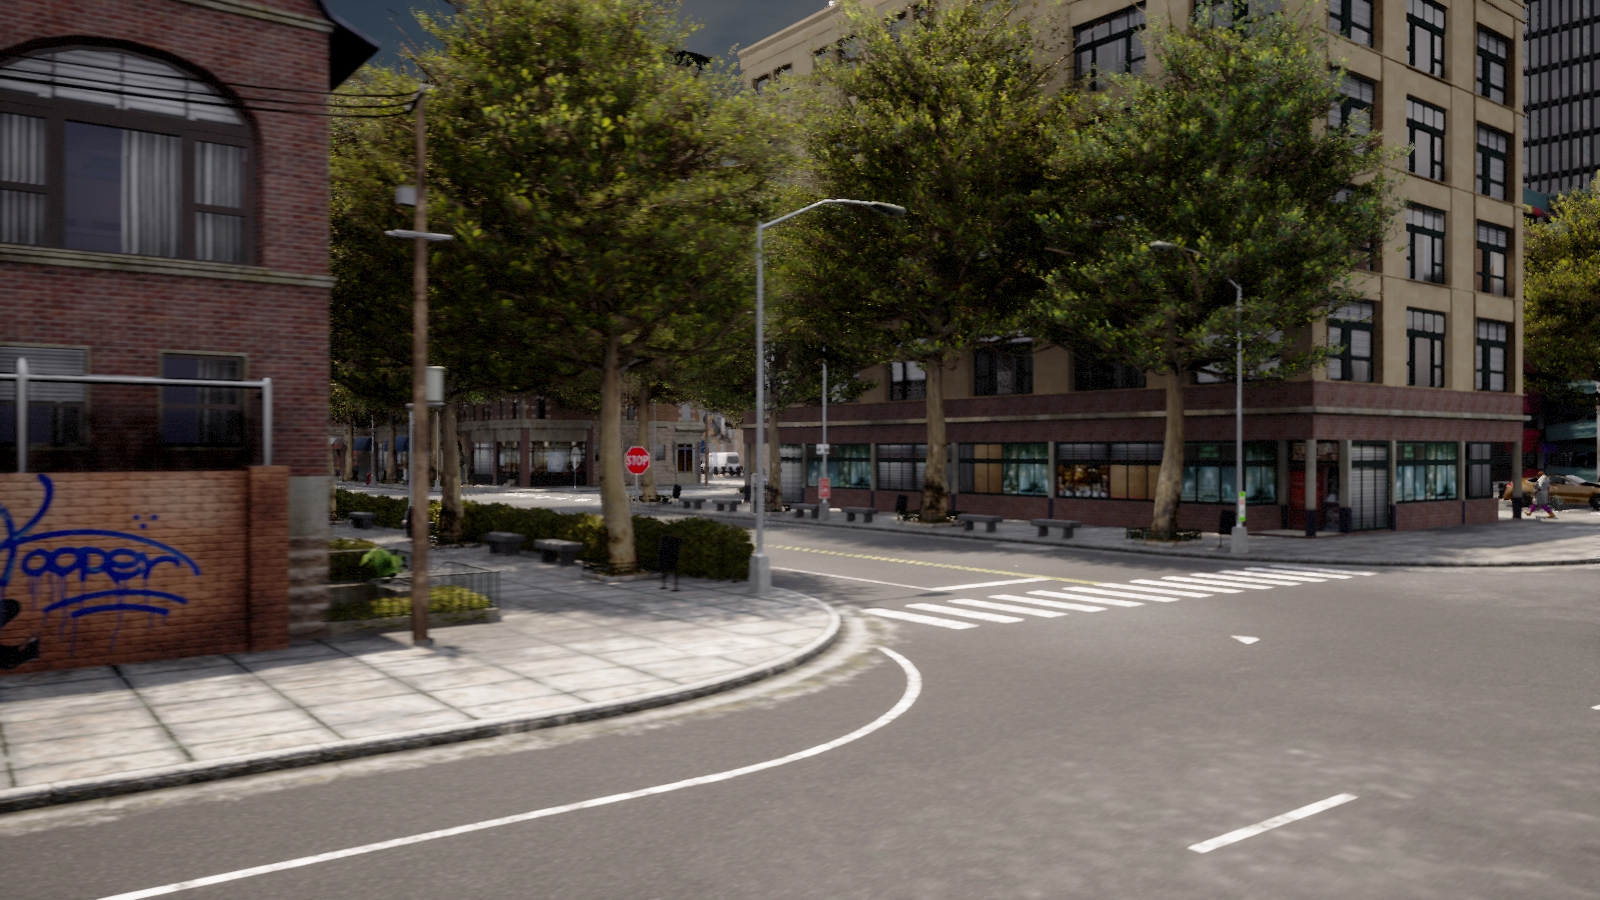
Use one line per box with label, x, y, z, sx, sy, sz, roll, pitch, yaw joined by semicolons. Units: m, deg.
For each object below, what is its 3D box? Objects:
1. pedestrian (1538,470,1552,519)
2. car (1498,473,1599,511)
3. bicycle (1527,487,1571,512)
pedestrian;28.690;1.698;44.002;0.375;1.860;0.375;0;0;-39
car;36.897;1.994;55.121;2.152;1.651;5.027;0;0;-37
bicycle;34.406;2.259;52.513;0.859;1.080;1.487;0;0;-35
